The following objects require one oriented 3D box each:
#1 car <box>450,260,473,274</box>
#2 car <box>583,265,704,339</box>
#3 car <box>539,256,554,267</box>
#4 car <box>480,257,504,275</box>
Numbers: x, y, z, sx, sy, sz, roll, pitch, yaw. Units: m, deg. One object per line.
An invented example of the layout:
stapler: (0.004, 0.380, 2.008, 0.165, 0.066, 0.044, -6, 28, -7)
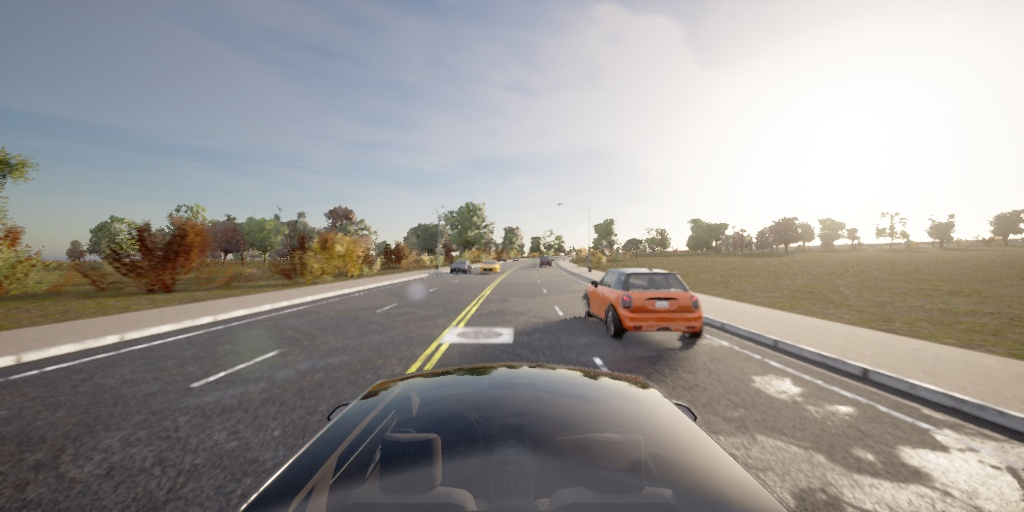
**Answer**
car: (-5.565, 1.209, 39.603, 1.837, 1.490, 4.892, 0, 0, 3)
car: (3.417, 1.107, 10.242, 2.097, 1.767, 4.553, 0, 0, 1)
car: (5.817, 1.008, 62.191, 2.097, 1.767, 4.553, 0, 0, 5)
car: (-2.337, 1.186, 39.122, 1.882, 1.535, 5.008, 0, 0, 3)
